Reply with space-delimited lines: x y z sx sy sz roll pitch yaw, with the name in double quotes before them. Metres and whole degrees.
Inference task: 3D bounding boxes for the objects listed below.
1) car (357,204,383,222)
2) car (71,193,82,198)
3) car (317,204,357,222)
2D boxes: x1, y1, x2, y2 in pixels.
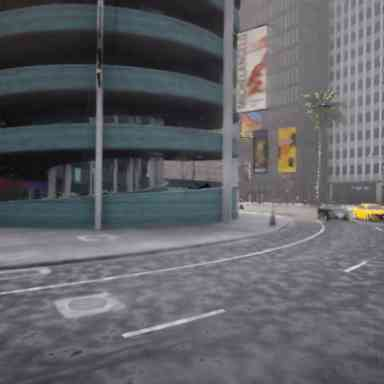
"car" 16.011 1.821 29.590 1.882 1.535 5.008 1 0 7
"car" -20.206 1.121 56.845 2.435 2.045 5.566 1 0 -34
"car" 12.500 1.796 29.635 2.128 1.511 4.902 1 0 8
